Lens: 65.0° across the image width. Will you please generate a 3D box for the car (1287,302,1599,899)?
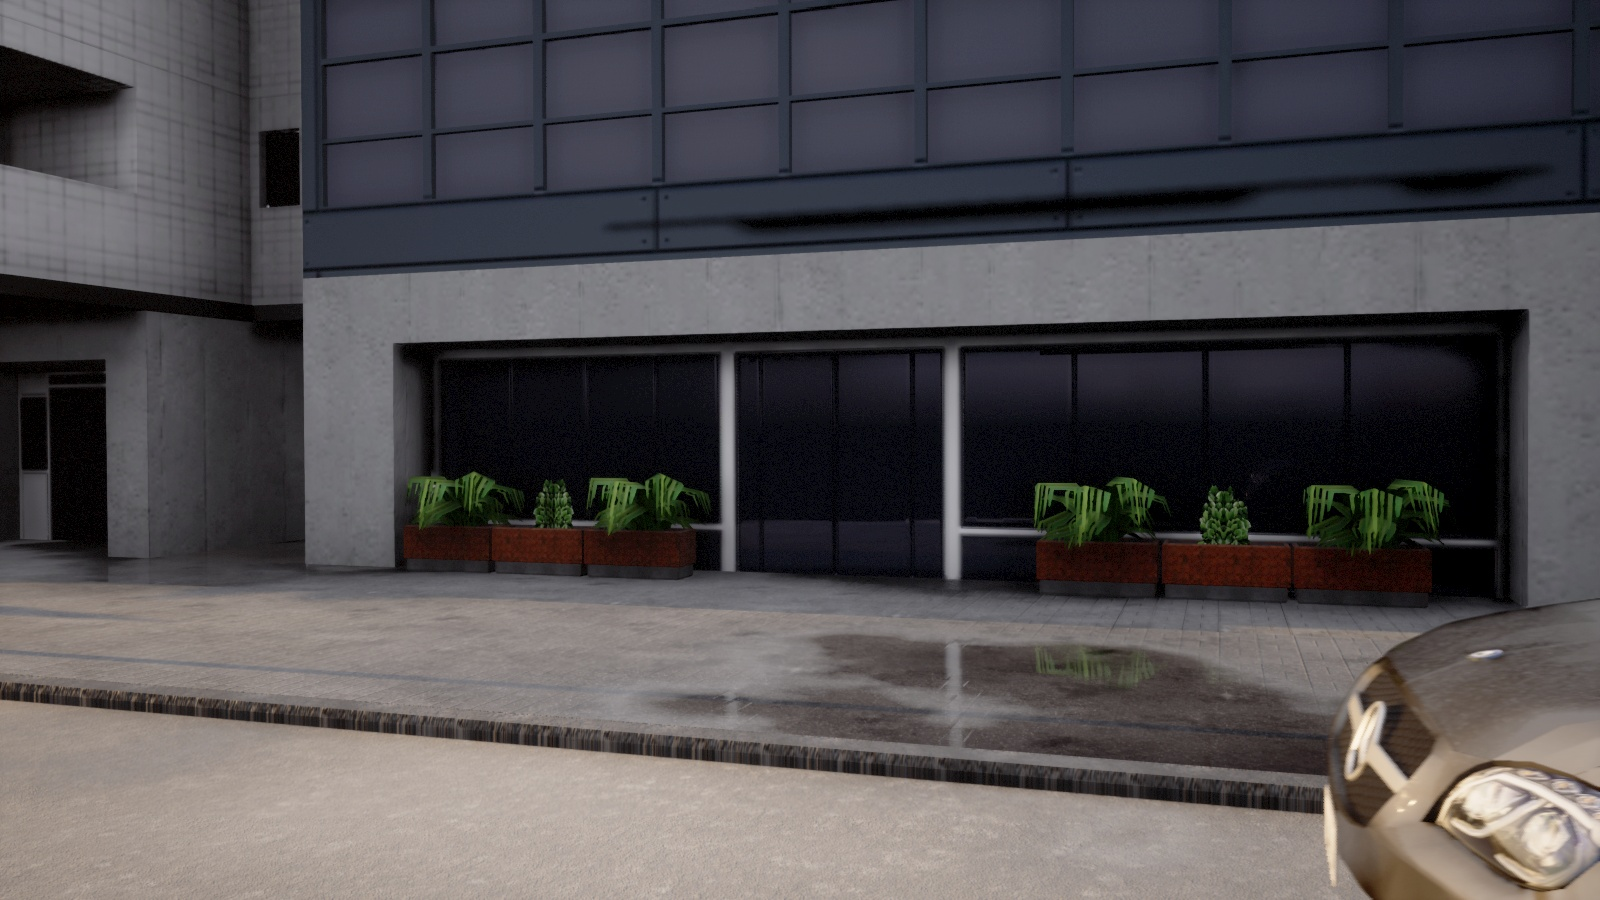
[{"bbox_3d":[3.710,0.580,2.468,5.027,1.651,2.152,1,1,19],"label":"car"}]
